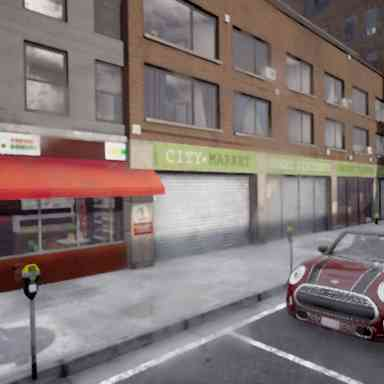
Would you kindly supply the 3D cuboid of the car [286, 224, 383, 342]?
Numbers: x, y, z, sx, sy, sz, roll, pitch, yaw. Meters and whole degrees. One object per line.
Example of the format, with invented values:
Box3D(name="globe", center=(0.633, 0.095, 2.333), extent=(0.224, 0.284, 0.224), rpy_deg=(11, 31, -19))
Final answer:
Box3D(name="car", center=(3.503, 1.404, 6.299), extent=(4.097, 1.590, 1.967), rpy_deg=(0, 0, -43))
